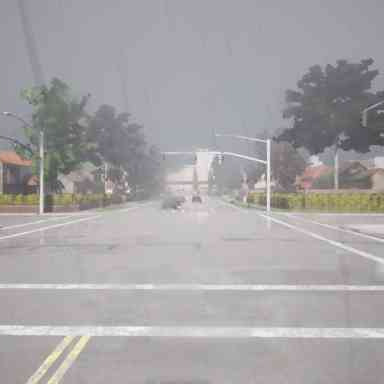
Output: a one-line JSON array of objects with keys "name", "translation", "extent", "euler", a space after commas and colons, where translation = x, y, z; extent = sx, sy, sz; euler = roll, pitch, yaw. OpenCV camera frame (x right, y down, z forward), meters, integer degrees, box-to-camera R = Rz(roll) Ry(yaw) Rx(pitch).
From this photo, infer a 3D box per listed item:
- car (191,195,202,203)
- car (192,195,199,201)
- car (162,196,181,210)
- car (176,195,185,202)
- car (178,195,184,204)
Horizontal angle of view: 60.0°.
[{"name": "car", "translation": [0.977, 1.501, 71.499], "extent": [1.837, 1.490, 4.892], "euler": [0, 0, 0]}, {"name": "car", "translation": [1.051, 1.513, 89.523], "extent": [1.812, 1.442, 4.674], "euler": [0, 0, 0]}, {"name": "car", "translation": [-2.852, 1.547, 43.438], "extent": [2.033, 1.411, 5.357], "euler": [0, 0, 0]}, {"name": "car", "translation": [-2.535, 1.477, 76.861], "extent": [1.882, 1.535, 5.008], "euler": [0, 0, 0]}, {"name": "car", "translation": [-2.770, 1.504, 53.700], "extent": [1.837, 1.490, 4.892], "euler": [0, 0, 1]}]
